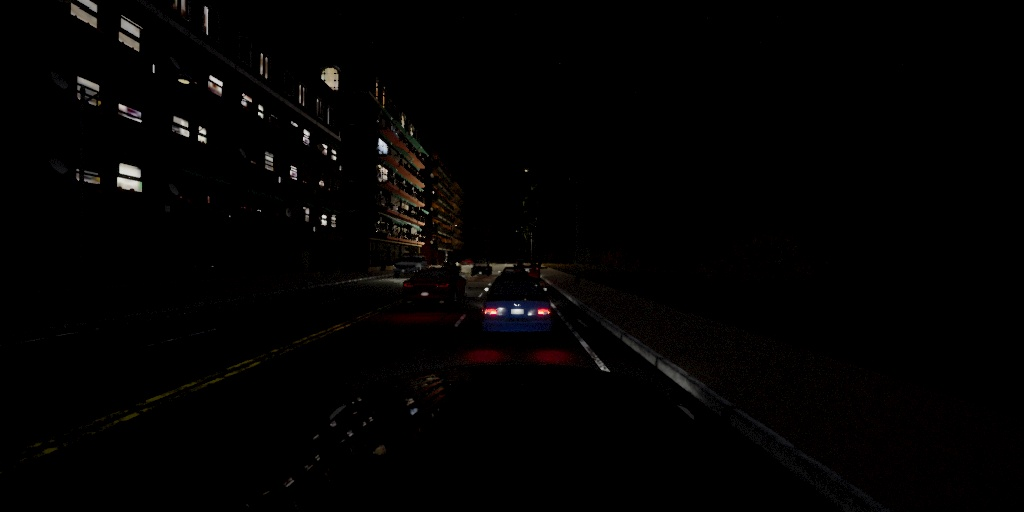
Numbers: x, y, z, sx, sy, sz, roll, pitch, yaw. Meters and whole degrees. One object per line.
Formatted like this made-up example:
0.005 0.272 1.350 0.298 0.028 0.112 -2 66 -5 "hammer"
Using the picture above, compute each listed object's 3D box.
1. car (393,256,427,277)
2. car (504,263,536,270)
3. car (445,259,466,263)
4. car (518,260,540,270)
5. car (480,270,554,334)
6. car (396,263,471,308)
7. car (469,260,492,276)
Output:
-9.790 0.975 35.007 2.150 2.045 5.566 0 0 0 "car"
0.129 1.317 20.916 1.994 1.385 4.181 0 0 1 "car"
-6.535 1.301 38.313 2.033 1.411 5.357 0 0 0 "car"
1.189 1.105 29.851 2.097 1.767 4.553 0 0 0 "car"
0.117 1.299 10.583 2.033 1.411 5.357 0 0 0 "car"
-3.127 1.230 15.327 1.882 1.535 5.008 0 0 0 "car"
-3.084 1.355 37.527 1.895 1.301 4.718 0 0 0 "car"
